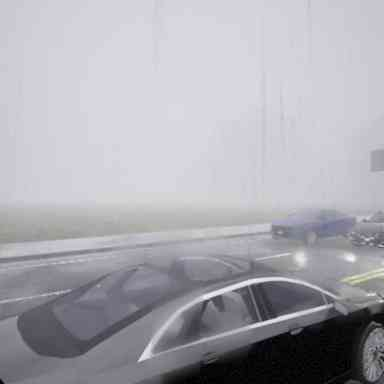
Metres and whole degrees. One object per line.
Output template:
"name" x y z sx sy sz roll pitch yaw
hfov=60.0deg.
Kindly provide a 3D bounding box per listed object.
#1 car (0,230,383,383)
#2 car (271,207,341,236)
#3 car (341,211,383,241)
"car" 0.412 1.492 3.734 4.902 1.511 2.128 0 0 -36
"car" 5.855 1.482 15.847 5.008 1.535 1.882 0 0 -35
"car" 8.450 1.509 13.704 4.892 1.490 1.837 0 0 -35
